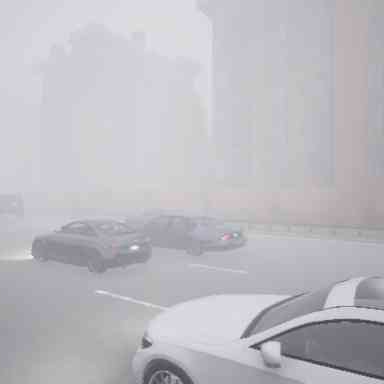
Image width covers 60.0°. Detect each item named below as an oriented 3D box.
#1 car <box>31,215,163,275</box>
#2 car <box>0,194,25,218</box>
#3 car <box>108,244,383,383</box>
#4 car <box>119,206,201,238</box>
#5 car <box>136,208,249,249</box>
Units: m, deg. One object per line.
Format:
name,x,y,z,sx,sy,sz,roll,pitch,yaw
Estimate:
car,-3.260,1.563,10.613,4.181,1.385,1.994,0,0,35
car,-16.687,1.216,28.773,5.566,2.045,2.150,-1,0,35
car,1.567,1.526,2.875,4.674,1.442,1.812,0,0,35
car,-1.825,1.564,18.185,4.181,1.385,1.994,0,0,36
car,-0.525,1.547,12.960,5.357,1.411,2.033,0,0,35
